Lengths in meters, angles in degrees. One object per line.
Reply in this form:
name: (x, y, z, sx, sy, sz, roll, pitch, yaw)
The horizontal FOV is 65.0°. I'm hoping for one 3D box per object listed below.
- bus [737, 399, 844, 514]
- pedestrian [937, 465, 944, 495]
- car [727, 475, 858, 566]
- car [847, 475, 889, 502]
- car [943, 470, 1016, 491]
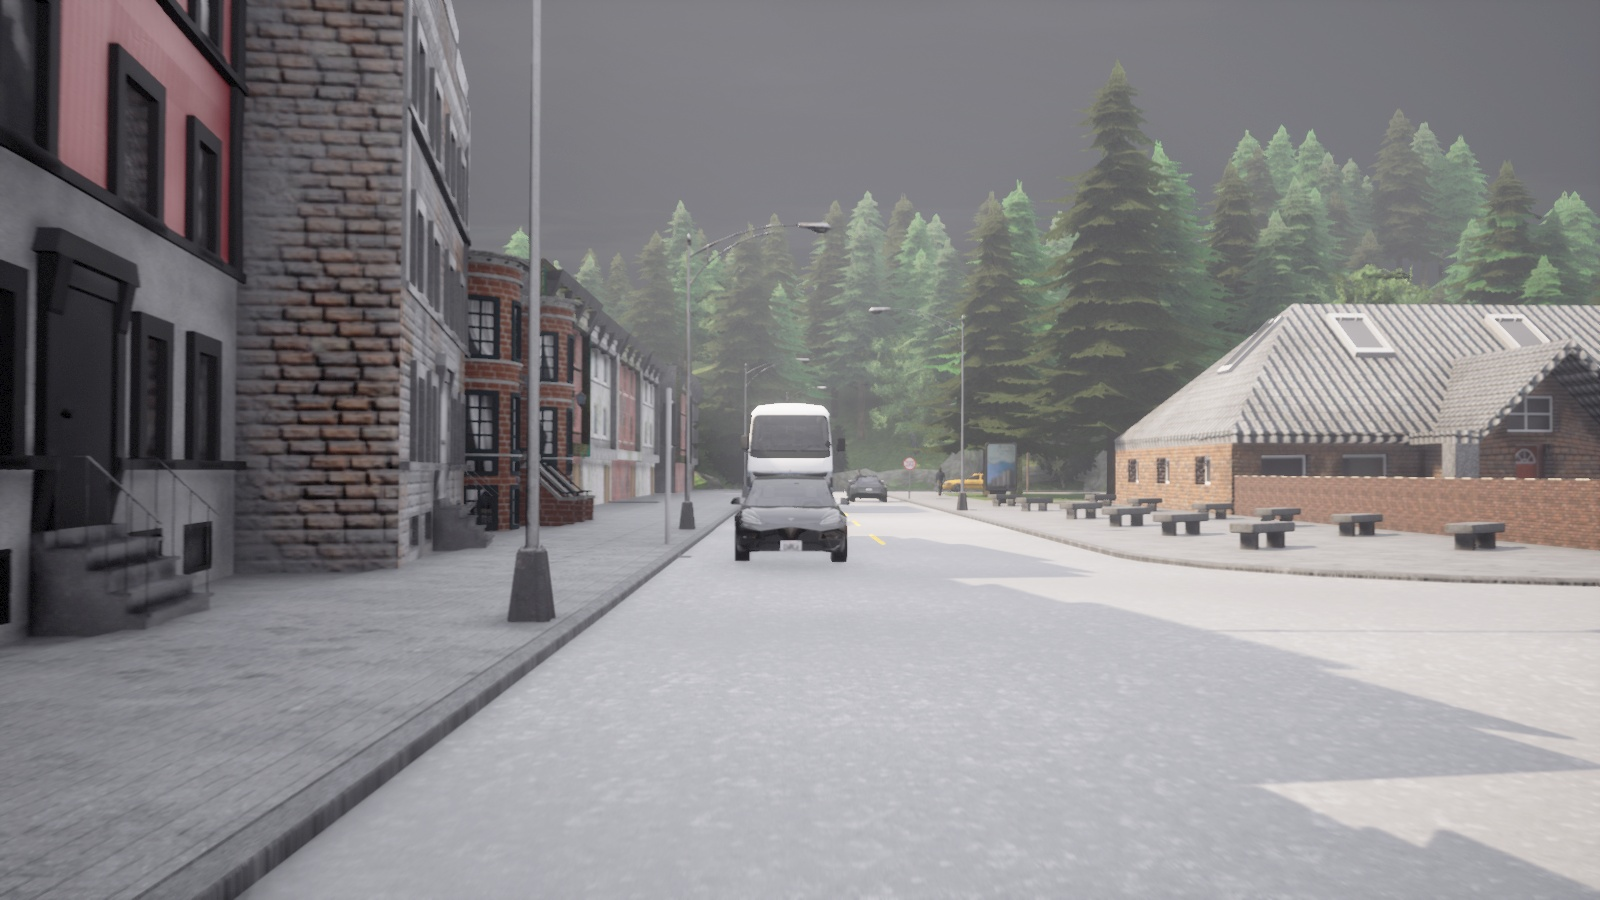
bus: (-0.373, 0.332, 51.537, 3.944, 4.253, 10.273, 0, -1, 0)
pedestrian: (8.467, 1.801, 75.668, 0.370, 1.835, 0.726, 0, -1, 8)
car: (-0.167, 1.219, 23.260, 2.163, 1.488, 4.792, 0, -1, -1)
car: (3.557, 2.014, 66.407, 1.994, 1.385, 4.181, 0, -1, 0)
car: (13.942, 2.389, 97.635, 5.366, 1.575, 1.801, 0, -1, -1)
